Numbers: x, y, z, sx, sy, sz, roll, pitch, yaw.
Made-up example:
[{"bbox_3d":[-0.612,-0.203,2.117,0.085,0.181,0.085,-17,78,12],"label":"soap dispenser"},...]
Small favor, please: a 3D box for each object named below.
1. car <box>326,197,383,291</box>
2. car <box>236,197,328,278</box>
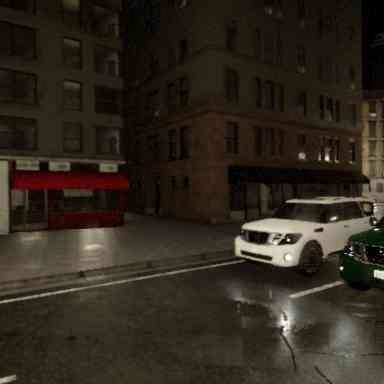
[{"bbox_3d":[5.797,1.186,7.818,5.566,2.045,2.150,0,0,-35],"label":"car"},{"bbox_3d":[3.919,1.186,10.470,5.566,2.045,2.150,0,0,-35],"label":"car"}]
